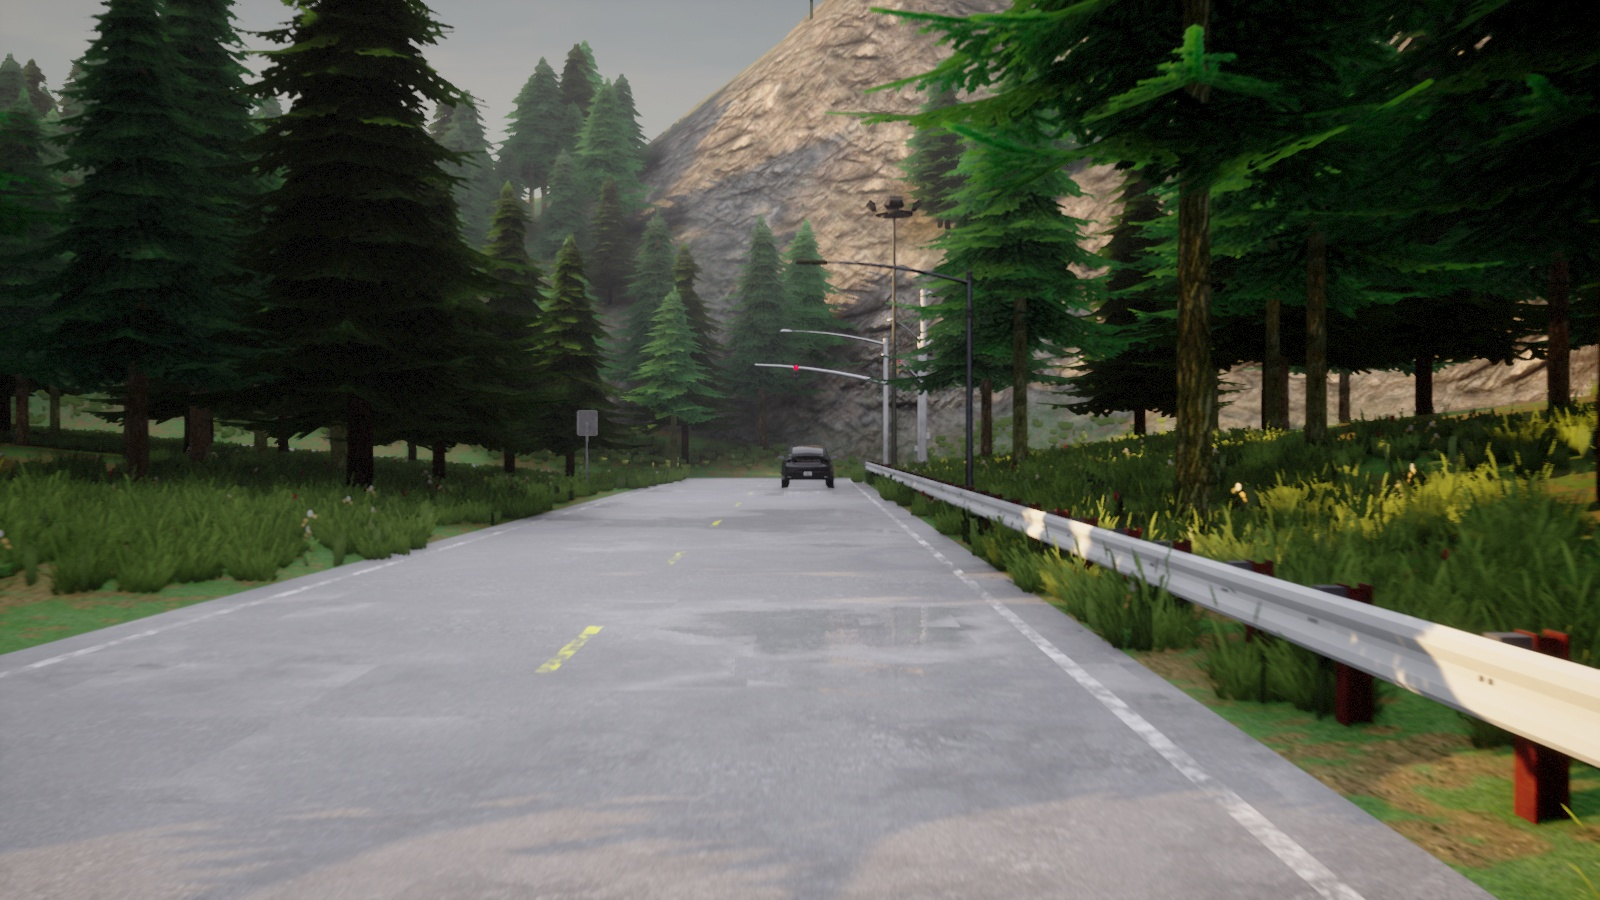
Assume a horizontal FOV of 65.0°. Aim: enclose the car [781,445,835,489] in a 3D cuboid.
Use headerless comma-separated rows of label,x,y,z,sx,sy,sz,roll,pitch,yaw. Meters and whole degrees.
car,0.273,0.564,44.902,1.837,1.490,4.892,0,0,0
